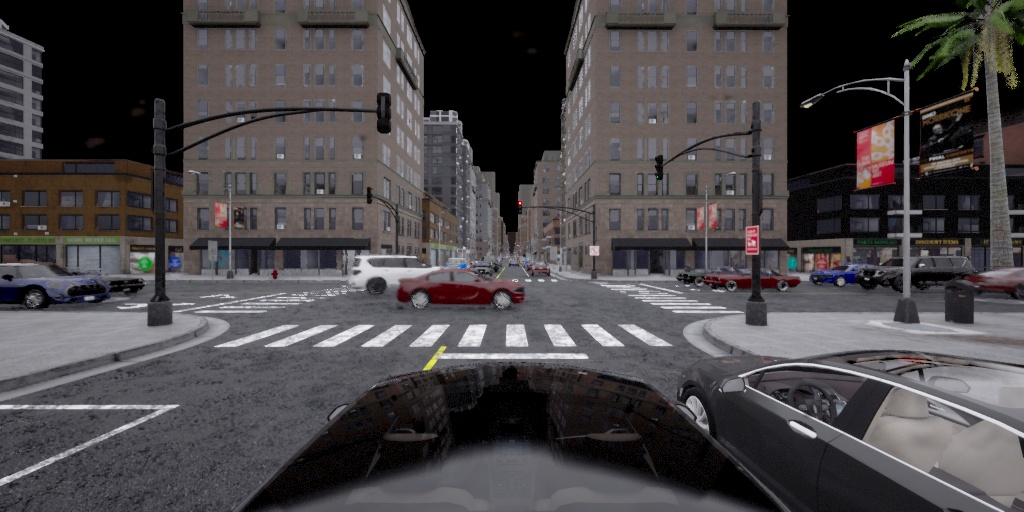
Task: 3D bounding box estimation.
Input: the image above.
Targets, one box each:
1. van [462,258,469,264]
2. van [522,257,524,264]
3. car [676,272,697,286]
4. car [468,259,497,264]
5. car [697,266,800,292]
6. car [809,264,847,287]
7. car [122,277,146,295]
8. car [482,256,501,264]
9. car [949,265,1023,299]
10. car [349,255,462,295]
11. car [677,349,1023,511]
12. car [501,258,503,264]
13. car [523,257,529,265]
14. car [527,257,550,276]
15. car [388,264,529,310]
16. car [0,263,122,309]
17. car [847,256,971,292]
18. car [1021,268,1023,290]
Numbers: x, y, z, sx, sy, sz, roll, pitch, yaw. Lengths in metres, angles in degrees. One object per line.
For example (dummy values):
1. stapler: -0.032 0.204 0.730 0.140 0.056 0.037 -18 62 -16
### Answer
1. van: -5.701 1.093 36.974 1.690 1.789 3.998 0 0 0
2. van: 2.934 1.094 59.612 1.690 1.789 3.998 0 0 0
3. car: 13.739 1.365 24.263 4.718 1.301 1.895 0 0 0
4. car: -2.945 1.316 36.612 1.994 1.385 4.181 0 0 0
5. car: 13.857 1.370 21.014 4.718 1.301 1.895 0 0 0
6. car: 23.058 1.258 24.308 5.008 1.535 1.882 0 0 0
7. car: -20.919 1.320 17.390 4.718 1.301 1.895 0 0 0
8. car: -2.896 0.975 45.920 2.150 2.045 5.566 0 0 0
9. car: 25.060 1.318 17.617 4.674 1.442 1.812 0 0 0
10. car: -5.883 0.969 19.613 5.566 2.045 2.150 0 1 -25
11. car: 2.668 1.300 2.286 2.007 1.370 4.403 0 0 0
12. car: -2.847 1.354 55.711 1.895 1.301 4.718 0 0 0
13. car: 2.880 1.193 48.273 1.967 1.591 4.097 0 0 0
14. car: 2.825 1.192 36.935 1.967 1.591 4.097 0 0 0
15. car: -1.990 1.229 14.235 5.008 1.535 1.882 0 0 0
16. car: -18.928 1.078 14.151 4.553 1.767 2.097 0 0 0
17. car: 23.610 1.007 21.061 5.566 2.045 2.150 0 0 0
18. car: 33.676 1.406 21.104 4.718 1.301 1.895 0 0 0
